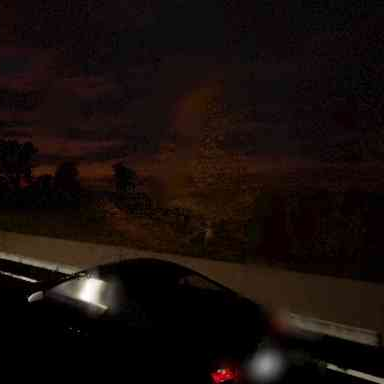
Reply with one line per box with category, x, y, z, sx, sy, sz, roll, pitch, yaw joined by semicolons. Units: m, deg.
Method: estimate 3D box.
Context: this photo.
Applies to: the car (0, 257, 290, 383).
car;-0.953;1.567;4.240;4.181;1.385;1.994;0;0;35
